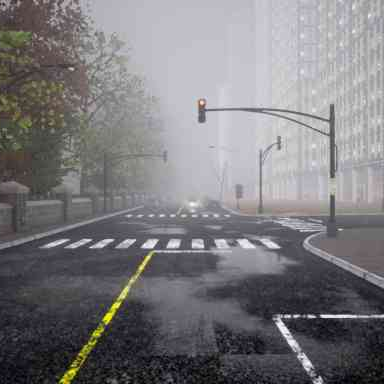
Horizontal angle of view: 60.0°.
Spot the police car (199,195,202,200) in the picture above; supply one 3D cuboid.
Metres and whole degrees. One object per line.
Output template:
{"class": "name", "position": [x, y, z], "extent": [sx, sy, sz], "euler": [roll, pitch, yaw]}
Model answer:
{"class": "police car", "position": [3.132, 1.478, 69.928], "extent": [1.930, 1.638, 5.238], "euler": [0, 0, 0]}

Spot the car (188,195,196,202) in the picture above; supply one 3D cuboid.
{"class": "car", "position": [-0.004, 1.570, 80.044], "extent": [1.837, 1.490, 4.892], "euler": [0, 0, 0]}

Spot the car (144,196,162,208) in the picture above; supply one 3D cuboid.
{"class": "car", "position": [-5.691, 1.608, 47.138], "extent": [1.802, 1.307, 4.206], "euler": [0, 0, 0]}

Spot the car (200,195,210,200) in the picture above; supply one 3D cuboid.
{"class": "car", "position": [2.689, 1.597, 52.771], "extent": [1.947, 1.339, 4.313], "euler": [0, 0, 0]}

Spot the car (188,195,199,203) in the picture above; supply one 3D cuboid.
{"class": "car", "position": [0.042, 1.566, 71.027], "extent": [2.128, 1.511, 4.902], "euler": [0, 0, 0]}

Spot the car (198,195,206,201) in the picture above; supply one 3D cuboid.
{"class": "car", "position": [2.688, 1.642, 92.197], "extent": [2.008, 1.369, 4.403], "euler": [0, 0, 0]}

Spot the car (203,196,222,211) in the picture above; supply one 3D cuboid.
{"class": "car", "position": [2.689, 1.587, 41.506], "extent": [1.947, 1.339, 4.313], "euler": [0, 0, 0]}

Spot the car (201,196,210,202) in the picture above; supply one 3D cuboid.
{"class": "car", "position": [3.146, 1.590, 76.818], "extent": [1.812, 1.442, 4.674], "euler": [0, 0, 0]}

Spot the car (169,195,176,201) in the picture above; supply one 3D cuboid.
{"class": "car", "position": [-5.692, 1.626, 86.565], "extent": [1.887, 1.381, 4.507], "euler": [0, 0, 0]}

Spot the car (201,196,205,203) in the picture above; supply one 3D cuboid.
{"class": "car", "position": [2.689, 1.592, 47.139], "extent": [1.947, 1.339, 4.313], "euler": [0, 0, 0]}

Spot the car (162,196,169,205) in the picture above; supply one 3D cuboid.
{"class": "car", "position": [-5.691, 1.478, 58.404], "extent": [1.967, 1.590, 4.097], "euler": [0, 0, 0]}
